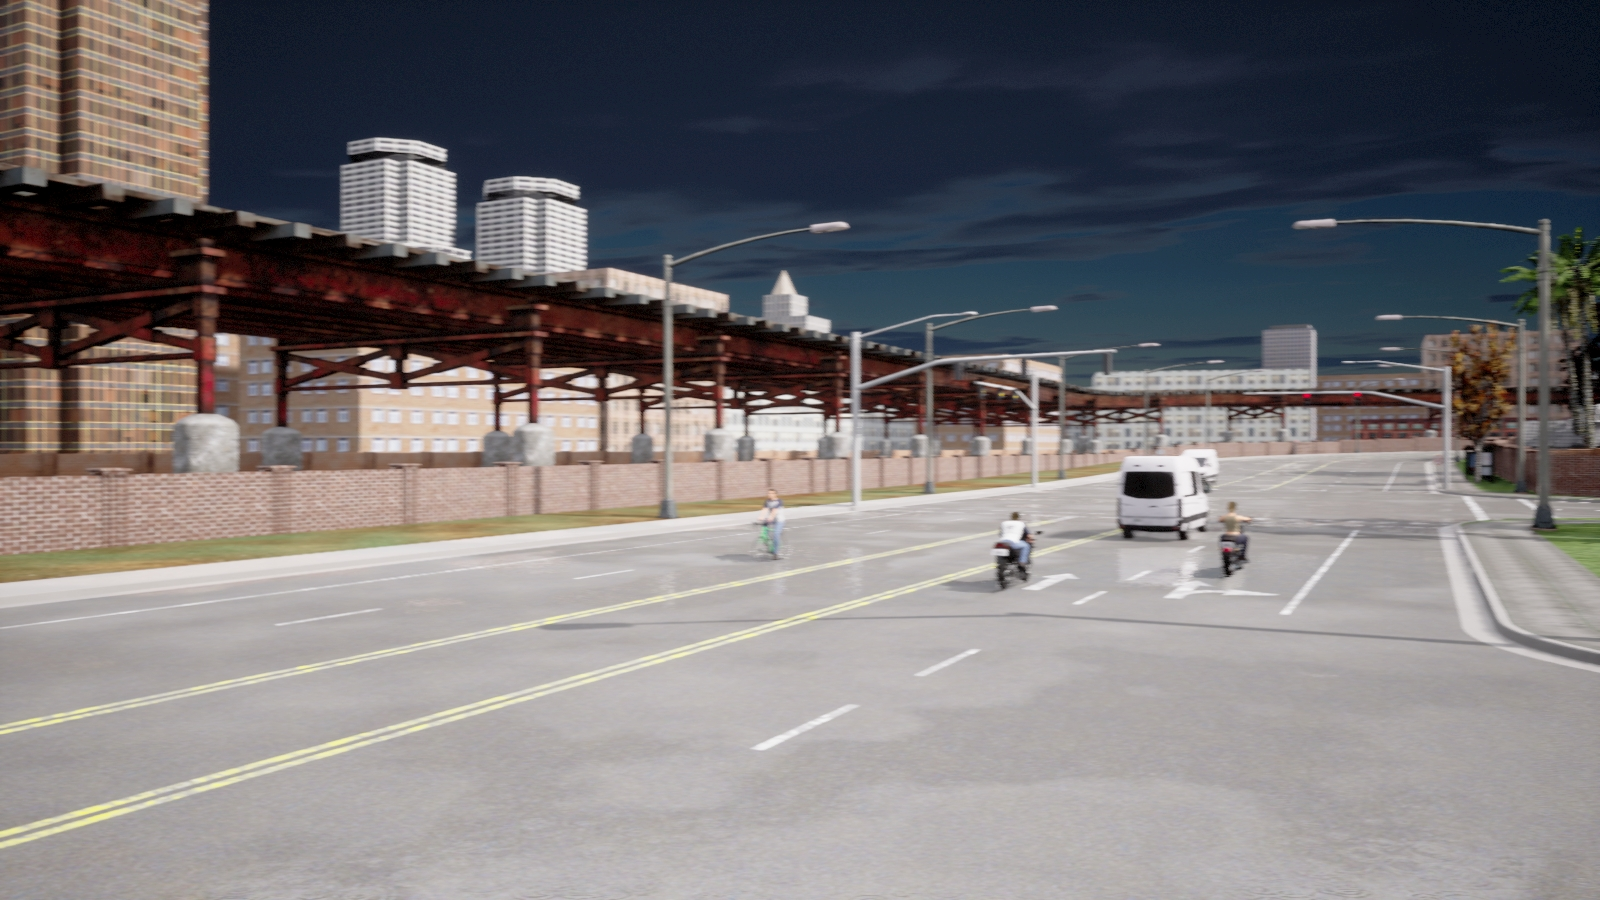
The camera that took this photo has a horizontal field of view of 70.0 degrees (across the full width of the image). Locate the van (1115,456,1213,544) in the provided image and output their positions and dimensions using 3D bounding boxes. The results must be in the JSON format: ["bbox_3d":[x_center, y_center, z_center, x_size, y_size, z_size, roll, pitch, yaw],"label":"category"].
[{"bbox_3d":[11.793,1.477,36.750,1.988,2.561,5.915,0,0,28],"label":"van"}]

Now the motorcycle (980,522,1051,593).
[{"bbox_3d":[4.355,2.136,22.996,0.803,1.224,2.033,-1,0,28],"label":"motorcycle"}]

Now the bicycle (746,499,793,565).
[{"bbox_3d":[-0.745,2.005,28.283,0.373,1.521,1.643,0,0,29],"label":"bicycle"}]
